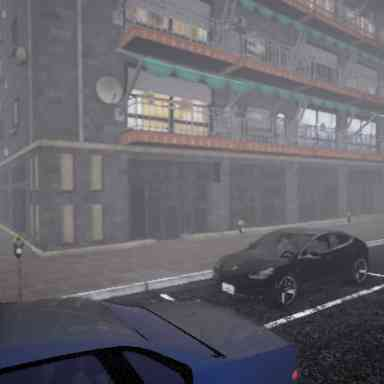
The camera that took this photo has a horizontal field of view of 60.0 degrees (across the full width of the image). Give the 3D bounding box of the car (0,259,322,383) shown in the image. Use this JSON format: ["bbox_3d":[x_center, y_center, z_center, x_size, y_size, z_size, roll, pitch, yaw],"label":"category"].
[{"bbox_3d":[-1.533,1.548,1.973,5.357,1.411,2.033,0,0,-35],"label":"car"}]

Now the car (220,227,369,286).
[{"bbox_3d":[2.498,1.542,7.891,4.313,1.339,1.947,0,-1,-35],"label":"car"}]
